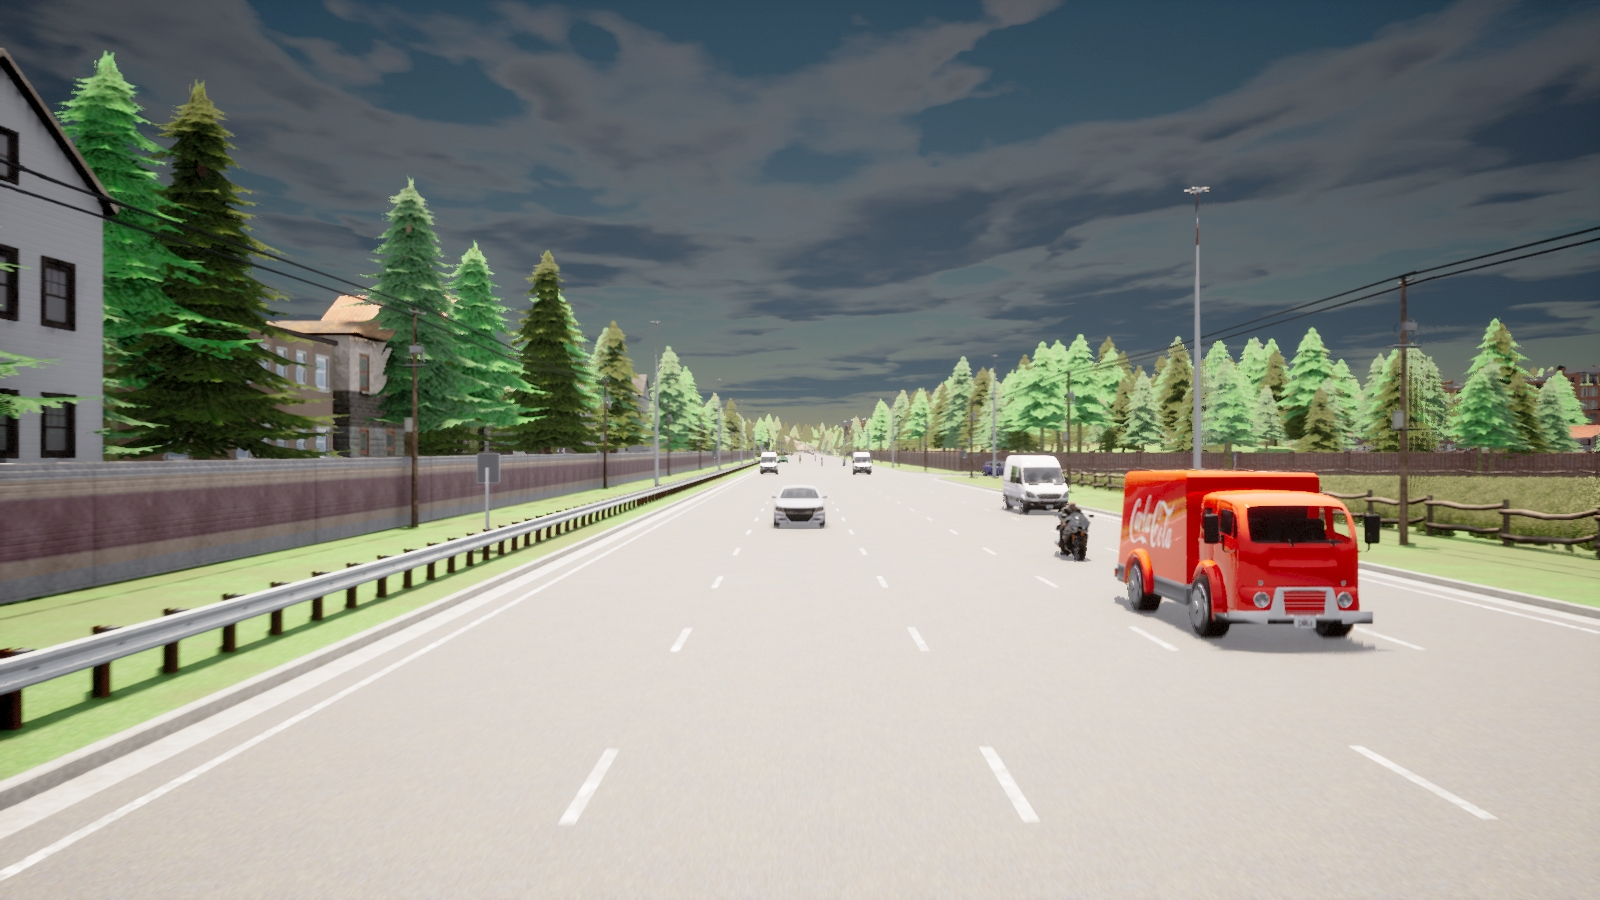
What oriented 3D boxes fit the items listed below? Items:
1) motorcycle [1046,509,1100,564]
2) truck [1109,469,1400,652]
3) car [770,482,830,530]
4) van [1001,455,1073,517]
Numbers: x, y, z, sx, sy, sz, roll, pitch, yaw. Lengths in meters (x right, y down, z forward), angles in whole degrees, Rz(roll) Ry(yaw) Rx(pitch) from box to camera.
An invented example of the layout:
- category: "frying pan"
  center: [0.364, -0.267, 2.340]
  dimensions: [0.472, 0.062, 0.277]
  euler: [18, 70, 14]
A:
- category: "motorcycle"
  center: [7.001, 2.205, 29.390]
  dimensions: [0.867, 1.251, 2.209]
  euler: [0, 0, 0]
- category: "truck"
  center: [7.000, 1.570, 18.445]
  dimensions: [2.627, 2.467, 5.204]
  euler: [0, 0, 0]
- category: "car"
  center: [-0.018, 2.034, 42.384]
  dimensions: [2.097, 1.535, 5.006]
  euler: [0, 0, 0]
- category: "van"
  center: [10.499, 1.534, 51.018]
  dimensions: [1.988, 2.561, 5.915]
  euler: [0, 0, 0]
